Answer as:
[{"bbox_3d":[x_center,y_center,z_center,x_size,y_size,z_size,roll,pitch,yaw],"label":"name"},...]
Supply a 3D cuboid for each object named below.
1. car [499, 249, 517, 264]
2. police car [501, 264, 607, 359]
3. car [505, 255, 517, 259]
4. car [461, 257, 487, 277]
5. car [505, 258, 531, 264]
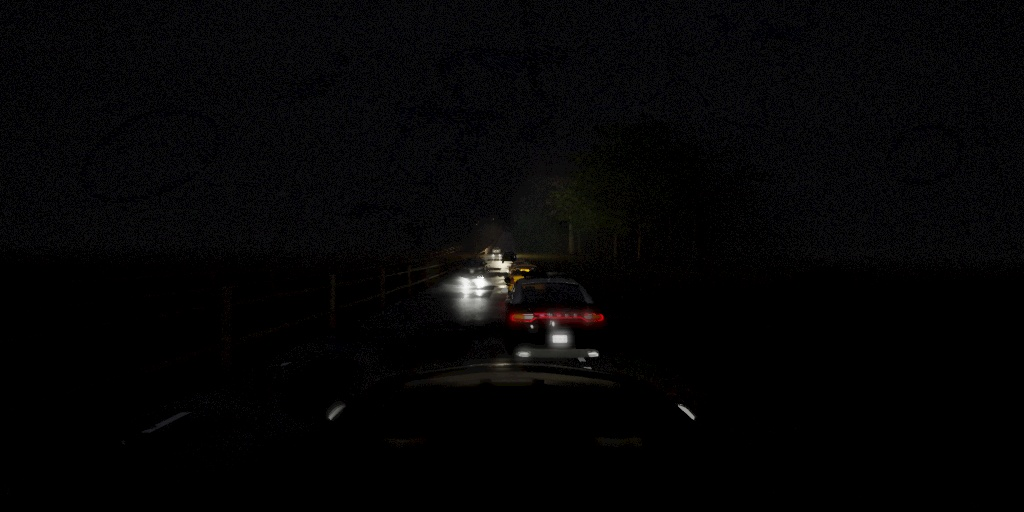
[{"bbox_3d":[-0.392,0.111,51.834,2.097,1.767,4.553,0,2,0],"label":"car"},{"bbox_3d":[0.769,1.149,8.510,1.930,1.638,5.238,0,0,-1],"label":"police car"},{"bbox_3d":[0.620,0.969,24.586,1.801,1.575,5.366,0,1,-1],"label":"car"},{"bbox_3d":[-3.106,0.885,30.069,2.128,1.511,4.902,0,1,-1],"label":"car"},{"bbox_3d":[0.675,1.072,18.587,1.801,1.575,5.366,0,1,-1],"label":"car"}]
